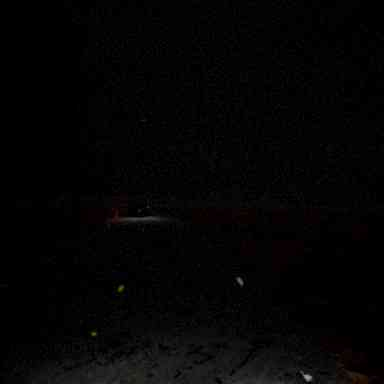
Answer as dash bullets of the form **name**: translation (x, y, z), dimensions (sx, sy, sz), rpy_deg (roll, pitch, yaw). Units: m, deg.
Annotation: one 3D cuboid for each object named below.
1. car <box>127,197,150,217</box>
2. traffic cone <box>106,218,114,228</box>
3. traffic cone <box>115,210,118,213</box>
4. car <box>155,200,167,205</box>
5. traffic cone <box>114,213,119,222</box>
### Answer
- **car**: translation (-6.037, 1.627, 37.310), dimensions (2.150, 2.045, 5.566), rpy_deg (0, -1, -12)
- **traffic cone**: translation (-5.883, 2.210, 23.517), dimensions (0.340, 0.580, 0.340), rpy_deg (0, -1, -8)
- **traffic cone**: translation (-7.502, 2.321, 33.234), dimensions (0.340, 0.580, 0.340), rpy_deg (0, -1, -11)
- **car**: translation (-8.350, 2.868, 89.757), dimensions (1.837, 1.490, 4.892), rpy_deg (0, -2, 16)
- **traffic cone**: translation (-6.626, 2.265, 28.387), dimensions (0.340, 0.580, 0.340), rpy_deg (0, -1, -9)
